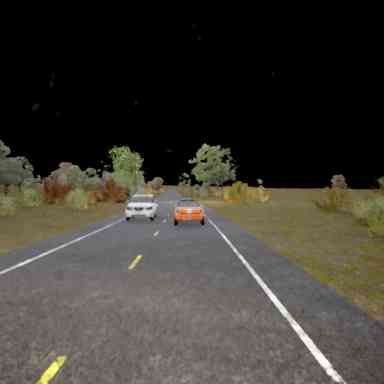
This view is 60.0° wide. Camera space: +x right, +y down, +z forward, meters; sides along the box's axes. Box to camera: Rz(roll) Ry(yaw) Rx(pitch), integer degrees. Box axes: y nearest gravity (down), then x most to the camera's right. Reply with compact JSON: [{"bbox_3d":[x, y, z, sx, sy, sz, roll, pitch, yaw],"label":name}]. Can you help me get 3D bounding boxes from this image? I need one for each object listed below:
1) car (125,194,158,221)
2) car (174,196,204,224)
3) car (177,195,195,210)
[{"bbox_3d":[-3.996,1.208,27.157,2.150,2.045,5.566,0,0,-2],"label":"car"},{"bbox_3d":[-0.234,1.338,24.584,2.097,1.767,4.553,0,0,-1],"label":"car"},{"bbox_3d":[-0.830,1.315,42.053,2.097,1.767,4.553,0,0,-2],"label":"car"}]
